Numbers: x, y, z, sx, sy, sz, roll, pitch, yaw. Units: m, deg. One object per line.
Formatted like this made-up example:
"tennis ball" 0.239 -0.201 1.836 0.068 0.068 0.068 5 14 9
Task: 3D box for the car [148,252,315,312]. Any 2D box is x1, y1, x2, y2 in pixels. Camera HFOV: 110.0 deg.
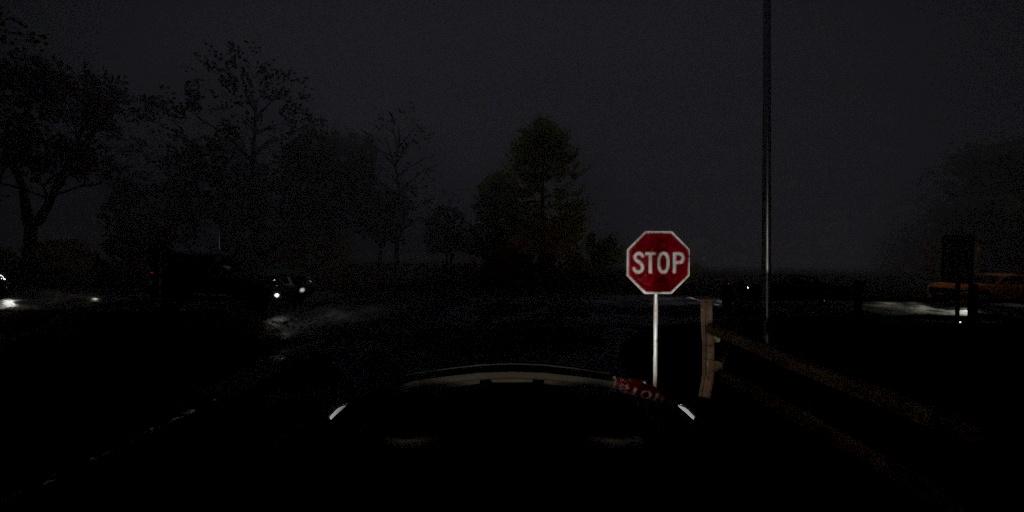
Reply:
"car" -10.422 0.870 13.460 5.566 2.045 2.150 1 1 7

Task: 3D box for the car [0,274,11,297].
"car" -22.667 0.823 13.804 4.553 1.767 2.097 1 1 0

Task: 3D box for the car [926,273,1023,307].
"car" 22.689 1.541 16.913 5.008 1.535 1.882 1 1 0

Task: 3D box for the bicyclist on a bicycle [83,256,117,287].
"bicyclist on a bicycle" -22.709 0.850 19.789 0.582 1.620 1.656 1 0 0

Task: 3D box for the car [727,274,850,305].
"car" 12.789 1.523 16.907 4.718 1.301 1.895 1 1 0
